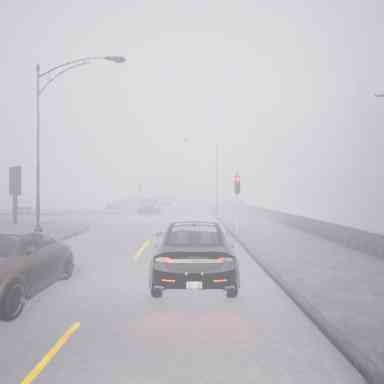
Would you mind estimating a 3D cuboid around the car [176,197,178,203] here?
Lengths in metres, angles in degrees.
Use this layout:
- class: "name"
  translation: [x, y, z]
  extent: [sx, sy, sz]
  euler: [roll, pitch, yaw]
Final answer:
- class: "car"
  translation: [-4.027, 1.595, 69.309]
  extent: [1.895, 1.301, 4.718]
  euler: [0, 0, 0]

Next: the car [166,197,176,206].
- class: "car"
  translation: [-4.115, 1.547, 53.896]
  extent: [2.033, 1.411, 5.357]
  euler: [0, 0, 0]

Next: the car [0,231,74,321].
- class: "car"
  translation: [-4.102, 1.564, 7.124]
  extent: [1.994, 1.385, 4.181]
  euler: [0, 0, 0]

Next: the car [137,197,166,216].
- class: "car"
  translation: [-4.113, 1.351, 32.949]
  extent: [2.097, 1.767, 4.553]
  euler: [0, 0, 0]

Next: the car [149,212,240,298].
- class: "car"
  translation: [0.059, 1.492, 8.514]
  extent: [2.128, 1.511, 4.902]
  euler: [0, 0, 0]
